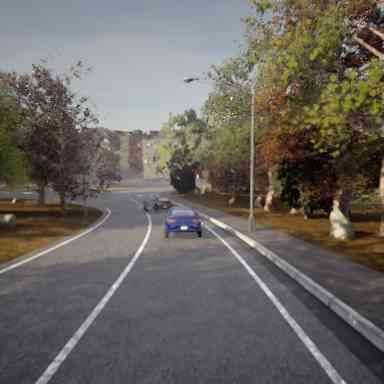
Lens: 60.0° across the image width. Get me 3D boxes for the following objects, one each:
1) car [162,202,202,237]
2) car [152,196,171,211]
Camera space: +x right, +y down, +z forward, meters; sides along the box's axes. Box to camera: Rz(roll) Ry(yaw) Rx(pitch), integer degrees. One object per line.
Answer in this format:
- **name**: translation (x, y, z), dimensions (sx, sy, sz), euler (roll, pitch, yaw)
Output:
- **car**: translation (-0.549, 1.481, 17.576), dimensions (1.812, 1.442, 4.674), euler (0, 0, -5)
- **car**: translation (-3.114, 1.163, 34.691), dimensions (1.812, 1.442, 4.674), euler (-1, 2, -12)
